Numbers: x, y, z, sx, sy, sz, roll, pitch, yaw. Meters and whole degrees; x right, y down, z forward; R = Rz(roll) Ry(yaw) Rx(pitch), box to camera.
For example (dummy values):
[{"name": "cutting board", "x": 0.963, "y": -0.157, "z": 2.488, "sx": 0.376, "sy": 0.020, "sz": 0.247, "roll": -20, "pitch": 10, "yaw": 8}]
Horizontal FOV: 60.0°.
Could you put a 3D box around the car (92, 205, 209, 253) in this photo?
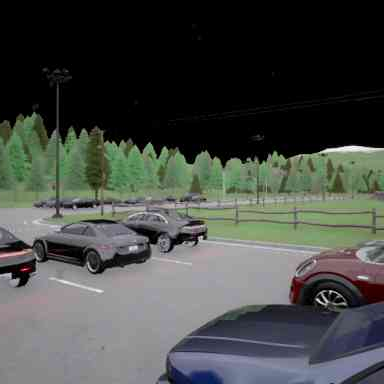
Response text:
[{"name": "car", "x": -1.640, "y": 1.491, "z": 13.761, "sx": 4.902, "sy": 1.511, "sz": 2.128, "roll": 0, "pitch": 0, "yaw": 36}]

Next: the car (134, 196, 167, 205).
[{"name": "car", "x": -6.702, "y": 1.525, "z": 53.807, "sx": 1.812, "sy": 1.442, "sz": 4.674, "roll": 0, "pitch": 0, "yaw": 36}]

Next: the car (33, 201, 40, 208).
[{"name": "car", "x": -20.071, "y": 1.505, "z": 47.454, "sx": 1.837, "sy": 1.490, "sz": 4.892, "roll": 0, "pitch": 0, "yaw": 36}]

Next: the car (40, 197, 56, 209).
[{"name": "car", "x": -17.483, "y": 1.353, "z": 45.053, "sx": 2.097, "sy": 1.767, "sz": 4.553, "roll": 0, "pitch": 0, "yaw": 36}]

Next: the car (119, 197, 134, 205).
[{"name": "car", "x": -9.194, "y": 1.547, "z": 56.343, "sx": 2.033, "sy": 1.411, "sz": 5.357, "roll": 0, "pitch": 0, "yaw": 36}]

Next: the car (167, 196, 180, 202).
[{"name": "car", "x": -5.144, "y": 1.505, "z": 67.601, "sx": 1.837, "sy": 1.490, "sz": 4.892, "roll": 0, "pitch": 0, "yaw": 37}]

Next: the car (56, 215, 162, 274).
[{"name": "car", "x": -3.283, "y": 1.564, "z": 10.628, "sx": 4.181, "sy": 1.385, "sz": 1.994, "roll": 0, "pitch": 0, "yaw": 36}]

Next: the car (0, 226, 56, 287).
[{"name": "car", "x": -5.714, "y": 1.491, "z": 8.069, "sx": 4.902, "sy": 1.511, "sz": 2.128, "roll": 0, "pitch": 0, "yaw": 36}]

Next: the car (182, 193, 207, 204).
[{"name": "car", "x": 0.843, "y": 1.477, "z": 63.982, "sx": 1.882, "sy": 1.535, "sz": 5.008, "roll": 0, "pitch": 0, "yaw": 37}]

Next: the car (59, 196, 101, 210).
[{"name": "car", "x": -14.435, "y": 1.477, "z": 43.307, "sx": 1.882, "sy": 1.535, "sz": 5.008, "roll": 0, "pitch": 0, "yaw": 36}]

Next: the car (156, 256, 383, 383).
[{"name": "car", "x": 2.276, "y": 1.547, "z": 2.349, "sx": 5.357, "sy": 1.411, "sz": 2.033, "roll": 0, "pitch": 0, "yaw": 36}]

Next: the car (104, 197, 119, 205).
[{"name": "car", "x": -14.270, "y": 1.546, "z": 55.357, "sx": 2.033, "sy": 1.411, "sz": 5.357, "roll": 0, "pitch": 0, "yaw": 37}]

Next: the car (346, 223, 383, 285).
[{"name": "car", "x": 6.451, "y": 1.601, "z": 7.965, "sx": 4.718, "sy": 1.301, "sz": 1.895, "roll": 0, "pitch": 0, "yaw": 36}]

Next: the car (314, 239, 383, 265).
[{"name": "car", "x": 3.990, "y": 1.352, "z": 5.420, "sx": 4.553, "sy": 1.767, "sz": 2.097, "roll": 0, "pitch": 0, "yaw": 36}]

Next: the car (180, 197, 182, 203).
[{"name": "car", "x": -0.336, "y": 1.221, "z": 68.197, "sx": 2.150, "sy": 2.045, "sz": 5.566, "roll": 0, "pitch": 0, "yaw": 37}]
